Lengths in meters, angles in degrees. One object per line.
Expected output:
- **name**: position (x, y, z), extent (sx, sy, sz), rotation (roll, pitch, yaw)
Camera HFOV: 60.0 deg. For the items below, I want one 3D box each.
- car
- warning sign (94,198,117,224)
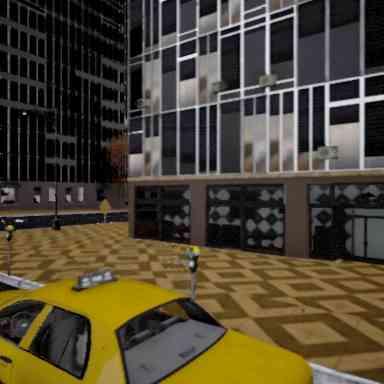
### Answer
- **car**: position (-1.215, 1.523, 3.588), extent (4.829, 1.417, 1.752), rotation (0, 0, 35)
- **warning sign**: position (-6.628, 1.436, 25.501), extent (1.300, 1.860, 1.060), rotation (1, 1, 33)
